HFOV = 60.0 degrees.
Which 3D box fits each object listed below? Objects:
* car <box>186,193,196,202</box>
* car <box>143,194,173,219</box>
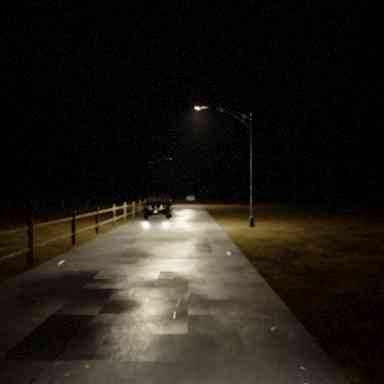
[{"bbox_3d":[-0.305,1.365,76.795,2.150,2.045,5.566,0,0,0],"label":"car"},{"bbox_3d":[-2.868,1.205,29.015,2.150,2.045,5.566,0,0,0],"label":"car"}]
